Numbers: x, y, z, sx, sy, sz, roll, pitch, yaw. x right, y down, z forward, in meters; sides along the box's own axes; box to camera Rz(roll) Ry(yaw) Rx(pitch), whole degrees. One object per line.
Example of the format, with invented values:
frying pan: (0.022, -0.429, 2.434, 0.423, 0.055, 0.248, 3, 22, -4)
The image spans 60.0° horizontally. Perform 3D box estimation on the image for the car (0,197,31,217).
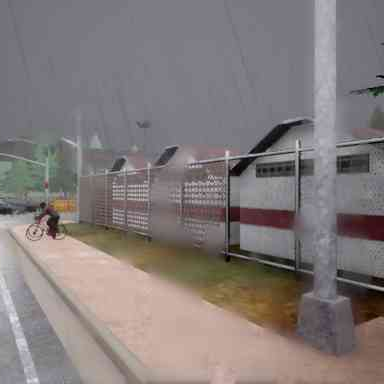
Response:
car: (-17.545, 1.492, 29.895, 4.902, 1.511, 2.128, 0, 0, -35)

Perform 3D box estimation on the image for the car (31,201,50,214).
car: (-17.468, 1.351, 34.214, 4.553, 1.767, 2.097, 0, 0, -35)

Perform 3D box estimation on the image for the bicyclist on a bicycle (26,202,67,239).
bicyclist on a bicycle: (-6.794, 1.302, 15.583, 1.656, 1.620, 0.582, 0, 0, -39)

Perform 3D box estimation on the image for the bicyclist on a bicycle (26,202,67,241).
bicyclist on a bicycle: (-6.278, 1.301, 14.363, 1.656, 1.620, 0.582, 0, 0, -14)

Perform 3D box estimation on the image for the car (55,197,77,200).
car: (-19.508, 1.505, 50.096, 4.892, 1.490, 1.837, 0, 0, -35)
